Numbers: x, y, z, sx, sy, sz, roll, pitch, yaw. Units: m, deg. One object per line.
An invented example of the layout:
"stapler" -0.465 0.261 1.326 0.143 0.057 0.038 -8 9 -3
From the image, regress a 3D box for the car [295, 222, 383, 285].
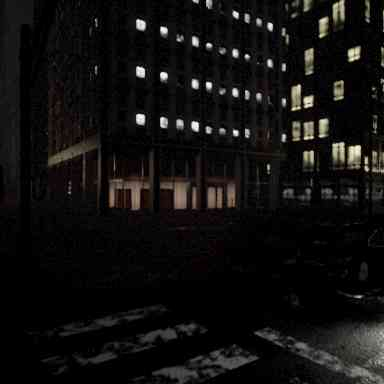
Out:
"car" 4.782 1.579 9.525 4.403 1.369 2.008 0 0 -36
